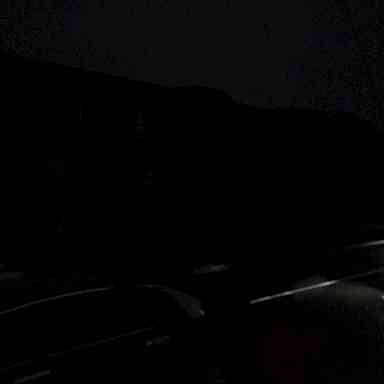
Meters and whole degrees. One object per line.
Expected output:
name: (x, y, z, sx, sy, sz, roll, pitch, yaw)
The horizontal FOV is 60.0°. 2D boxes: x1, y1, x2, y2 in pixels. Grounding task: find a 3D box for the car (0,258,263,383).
car: (-1.528, 1.495, 3.065, 4.892, 1.490, 1.837, 0, 0, -32)
